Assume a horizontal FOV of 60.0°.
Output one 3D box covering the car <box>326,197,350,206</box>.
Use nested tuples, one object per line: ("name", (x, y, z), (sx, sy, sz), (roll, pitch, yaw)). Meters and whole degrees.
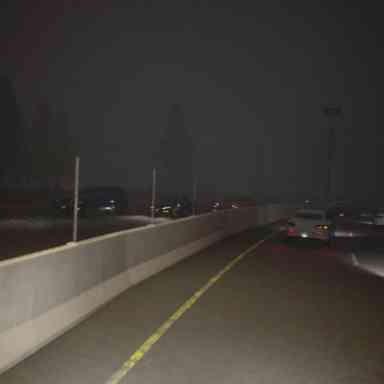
("car", (25.425, 1.659, 57.863), (4.718, 1.301, 1.895), (2, 1, -39))

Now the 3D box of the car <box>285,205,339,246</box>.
("car", (5.488, 1.488, 15.256), (1.812, 1.442, 4.674), (3, 1, 26))

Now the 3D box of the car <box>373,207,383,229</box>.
("car", (12.892, 1.682, 21.701), (1.812, 1.442, 4.674), (3, 1, 30))

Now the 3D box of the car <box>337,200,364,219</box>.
("car", (13.940, 1.661, 29.925), (1.895, 1.301, 4.718), (3, 1, 35))

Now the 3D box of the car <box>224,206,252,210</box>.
("car", (3.458, 1.039, 26.592), (2.097, 1.767, 4.553), (3, 1, 30))
